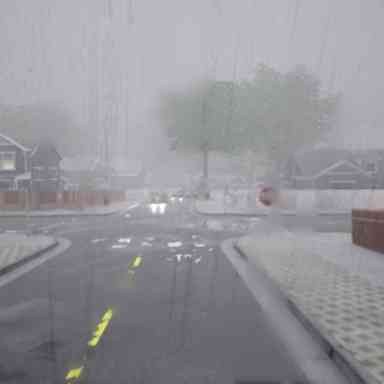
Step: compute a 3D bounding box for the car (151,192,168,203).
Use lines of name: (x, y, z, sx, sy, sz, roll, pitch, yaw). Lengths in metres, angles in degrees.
car: (-4.260, 0.700, 44.325, 2.128, 1.511, 4.902, 0, 1, 2)

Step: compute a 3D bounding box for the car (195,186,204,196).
car: (1.786, -0.214, 73.328, 2.150, 2.045, 5.566, 1, 1, 12)

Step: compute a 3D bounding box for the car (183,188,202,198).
car: (0.191, 0.458, 63.523, 1.994, 1.385, 4.181, 0, 1, 9)

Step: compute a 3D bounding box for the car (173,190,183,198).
car: (-2.496, 0.374, 64.162, 1.837, 1.490, 4.892, 0, 1, 7)
